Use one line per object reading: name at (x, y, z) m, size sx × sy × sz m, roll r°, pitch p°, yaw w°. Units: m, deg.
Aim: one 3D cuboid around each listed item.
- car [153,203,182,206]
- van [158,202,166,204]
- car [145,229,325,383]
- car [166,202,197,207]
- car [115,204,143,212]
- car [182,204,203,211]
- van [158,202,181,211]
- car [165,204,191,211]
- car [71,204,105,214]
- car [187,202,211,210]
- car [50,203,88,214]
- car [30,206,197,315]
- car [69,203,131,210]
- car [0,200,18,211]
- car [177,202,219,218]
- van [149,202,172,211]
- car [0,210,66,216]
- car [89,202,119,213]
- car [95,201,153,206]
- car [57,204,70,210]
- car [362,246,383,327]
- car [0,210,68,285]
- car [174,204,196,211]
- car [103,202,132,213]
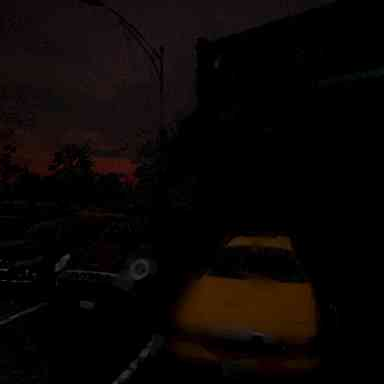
car at (-4.226, 2.584, 41.227) m, size 5.008 × 1.535 × 2.097 m, roll 1°, pitch -1°, yaw 15°
van at (-8.239, 2.940, 67.129) m, size 4.442 × 1.987 × 1.878 m, roll 0°, pitch -2°, yaw 15°
car at (1.181, 1.481, 5.890) m, size 1.946 × 1.575 × 5.366 m, roll 1°, pitch -1°, yaw 15°
car at (-0.809, 2.639, 46.182) m, size 4.553 × 1.767 × 2.185 m, roll 1°, pitch -1°, yaw 15°
car at (-11.743, 3.026, 62.259) m, size 4.674 × 1.452 × 2.002 m, roll 0°, pitch -2°, yaw 15°
car at (0.135, 3.647, 79.379) m, size 4.792 × 1.488 × 2.163 m, roll 0°, pitch -2°, yaw 15°
van at (-4.855, 3.121, 72.026) m, size 4.442 × 1.987 × 1.878 m, roll 0°, pitch -2°, yaw 15°
car at (-3.096, 3.434, 74.445) m, size 5.366 × 1.575 × 1.946 m, roll 0°, pitch -2°, yaw 15°
car at (-17.036, 2.732, 54.578) m, size 4.792 × 1.488 × 2.163 m, roll 0°, pitch -2°, yaw 15°
car at (1.769, 3.456, 81.843) m, size 5.566 × 2.045 × 2.435 m, roll 0°, pitch -2°, yaw 15°
car at (-19.178, 2.597, 51.837) m, size 5.366 × 1.575 × 1.946 m, roll 0°, pitch -2°, yaw 15°
car at (-1.174, 1.360, 7.819) m, size 2.185 × 1.767 × 4.553 m, roll 1°, pitch -1°, yaw 16°
car at (-9.240, 2.286, 33.756) m, size 5.366 × 1.575 × 1.946 m, roll 2°, pitch -2°, yaw 15°
car at (-8.410, 1.231, 12.974) m, size 2.435 × 2.045 × 5.566 m, roll 0°, pitch -1°, yaw 16°
car at (0.912, 2.604, 48.638) m, size 5.566 × 2.045 × 2.435 m, roll 1°, pitch -1°, yaw 15°
van at (-6.548, 3.031, 69.577) m, size 4.442 × 1.987 × 1.878 m, roll 0°, pitch -2°, yaw 15°
car at (-6.003, 1.523, 11.224) m, size 2.002 × 1.452 × 4.674 m, roll 0°, pitch -1°, yaw 15°
car at (-15.160, 2.680, 57.381) m, size 4.553 × 1.767 × 2.185 m, roll 0°, pitch -2°, yaw 15°
car at (-7.654, 2.140, 36.284) m, size 5.566 × 2.045 × 2.435 m, roll 1°, pitch -1°, yaw 15°
car at (-20.926, 2.498, 49.006) m, size 4.892 × 1.521 × 2.231 m, roll 0°, pitch -2°, yaw 15°
car at (3.627, 1.488, 4.356) m, size 2.231 × 1.521 × 4.892 m, roll 1°, pitch -1°, yaw 16°
car at (-3.592, 1.485, 9.511) m, size 2.231 × 1.521 × 4.892 m, roll 1°, pitch -1°, yaw 16°
car at (-1.615, 3.557, 76.940) m, size 4.792 × 1.488 × 2.163 m, roll 0°, pitch -2°, yaw 15°
car at (-13.406, 2.770, 59.803) m, size 4.553 × 1.767 × 2.185 m, roll 0°, pitch -2°, yaw 15°
